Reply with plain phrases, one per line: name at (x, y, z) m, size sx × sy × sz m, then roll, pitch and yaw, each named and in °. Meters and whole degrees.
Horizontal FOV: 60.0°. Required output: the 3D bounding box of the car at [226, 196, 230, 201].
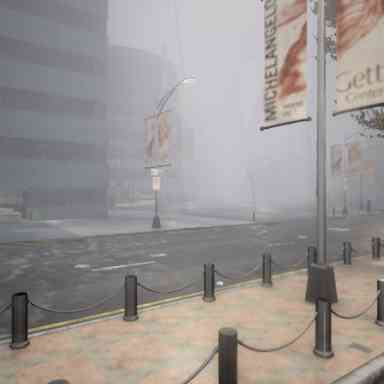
car at (7.030, 1.503, 82.481) m, size 4.902 × 1.511 × 2.128 m, roll 0°, pitch 0°, yaw 33°

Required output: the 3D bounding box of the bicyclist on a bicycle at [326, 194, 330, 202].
bicyclist on a bicycle at (28.535, 1.298, 69.691) m, size 1.656 × 1.620 × 0.582 m, roll 0°, pitch 0°, yaw -36°

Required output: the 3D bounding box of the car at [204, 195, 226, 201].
car at (5.062, 1.505, 79.589) m, size 4.674 × 1.442 × 1.812 m, roll 0°, pitch 0°, yaw 33°

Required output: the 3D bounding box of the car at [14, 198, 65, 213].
car at (-14.564, 1.317, 32.114) m, size 4.674 × 1.452 × 2.002 m, roll 0°, pitch 0°, yaw -36°

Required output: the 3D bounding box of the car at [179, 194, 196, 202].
car at (-2.059, 1.513, 75.740) m, size 4.674 × 1.442 × 1.812 m, roll 0°, pitch 0°, yaw 30°

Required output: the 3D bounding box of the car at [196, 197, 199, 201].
car at (-0.710, 1.348, 78.992) m, size 4.553 × 1.767 × 2.097 m, roll 0°, pitch 0°, yaw 30°
